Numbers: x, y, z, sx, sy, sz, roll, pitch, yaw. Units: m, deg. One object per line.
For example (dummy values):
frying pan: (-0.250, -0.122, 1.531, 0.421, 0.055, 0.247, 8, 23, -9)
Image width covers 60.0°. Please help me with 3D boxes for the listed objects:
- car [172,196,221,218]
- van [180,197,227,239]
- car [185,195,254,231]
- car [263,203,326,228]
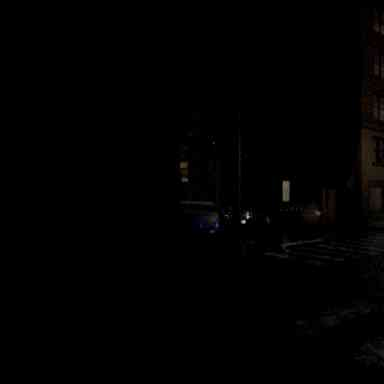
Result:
car: (0.316, 1.333, 31.499, 2.192, 1.841, 5.009, 0, 0, -35)
van: (-0.243, 1.362, 17.444, 1.690, 1.788, 3.998, 0, 0, -35)
car: (1.267, 1.243, 20.133, 2.150, 2.045, 5.566, 0, 0, -33)
car: (6.728, 1.464, 22.353, 1.967, 1.590, 4.097, 0, 0, -35)
